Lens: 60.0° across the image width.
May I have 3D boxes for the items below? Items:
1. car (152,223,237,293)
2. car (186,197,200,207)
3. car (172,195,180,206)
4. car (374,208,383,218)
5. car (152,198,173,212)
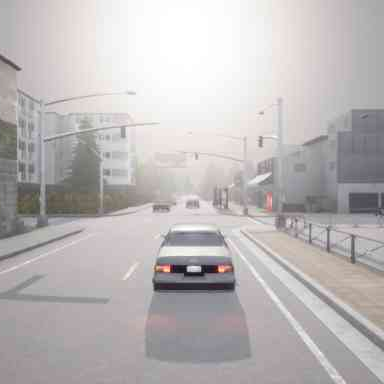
[{"bbox_3d":[0.062,1.547,8.990,2.033,1.411,5.357,0,0,1],"label":"car"},{"bbox_3d":[0.115,1.524,50.243,1.812,1.442,4.674,0,0,0],"label":"car"},{"bbox_3d":[-3.564,1.599,55.749,1.895,1.301,4.718,0,0,0],"label":"car"},{"bbox_3d":[18.476,1.739,29.386,4.181,1.385,1.994,0,0,0],"label":"car"},{"bbox_3d":[-3.527,1.599,38.935,1.895,1.301,4.718,0,0,-1],"label":"car"}]
